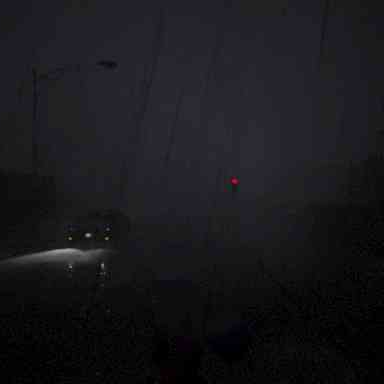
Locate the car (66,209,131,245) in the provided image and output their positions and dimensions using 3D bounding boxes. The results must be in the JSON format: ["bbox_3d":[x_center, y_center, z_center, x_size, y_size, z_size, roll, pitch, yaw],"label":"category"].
[{"bbox_3d":[-4.002,1.472,14.831,1.994,1.385,4.181,0,0,0],"label":"car"}]
